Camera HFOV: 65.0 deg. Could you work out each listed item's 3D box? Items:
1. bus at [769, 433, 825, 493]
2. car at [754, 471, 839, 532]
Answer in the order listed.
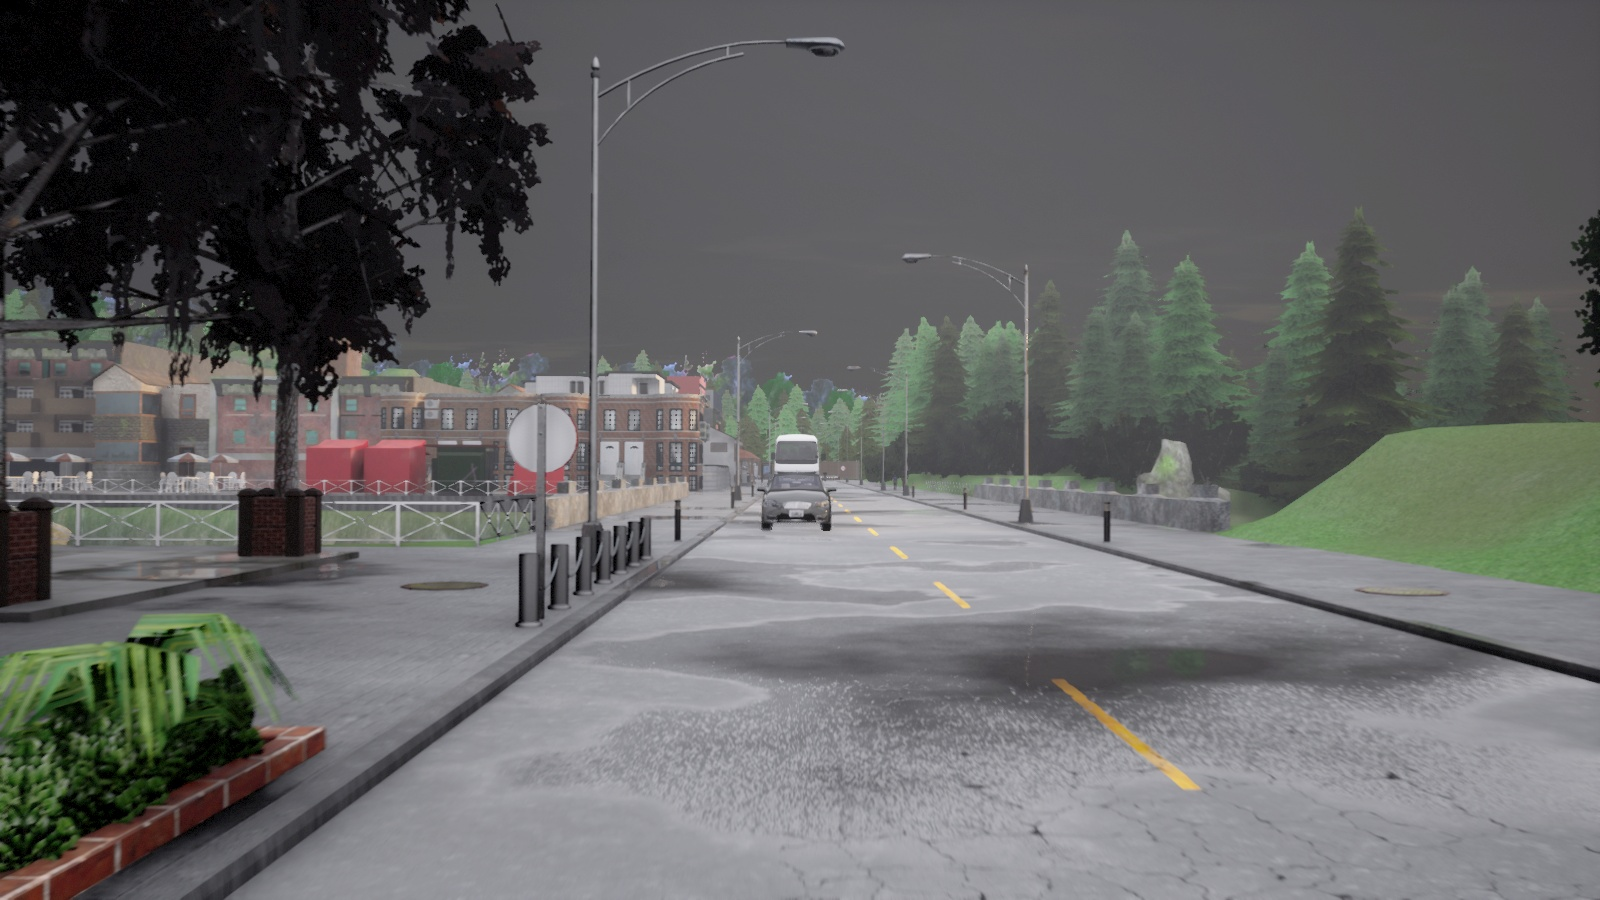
[{"bbox_3d":[-0.231,0.999,93.171,3.944,4.253,10.273,0,-1,0],"label":"bus"},{"bbox_3d":[-0.083,1.340,33.982,2.128,1.511,4.902,0,-1,0],"label":"car"}]
